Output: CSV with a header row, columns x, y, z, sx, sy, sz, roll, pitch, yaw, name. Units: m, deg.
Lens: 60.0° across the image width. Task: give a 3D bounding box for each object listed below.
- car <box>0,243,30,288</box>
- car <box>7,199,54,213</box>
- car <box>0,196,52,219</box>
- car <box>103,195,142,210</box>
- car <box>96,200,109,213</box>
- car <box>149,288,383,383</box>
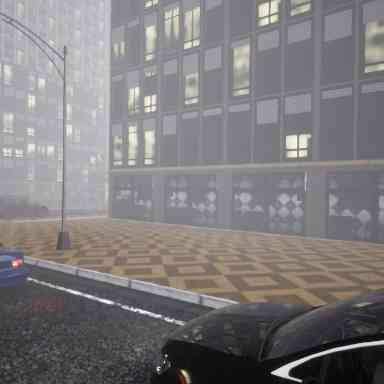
x,y,z,sx,sy,sz,roll,pitch,yaw,name
-6.070,1.543,8.032,5.357,1.411,2.033,0,0,36,car
-19.504,1.642,40.319,1.752,1.417,4.829,1,0,37,car
-16.025,1.518,30.938,2.192,1.841,5.009,1,0,37,car
-10.054,1.489,48.689,2.150,2.045,5.566,1,0,37,car
-9.210,1.829,40.137,1.752,1.417,4.829,1,0,37,car
1.850,1.505,2.363,4.892,1.490,1.837,0,0,35,car
